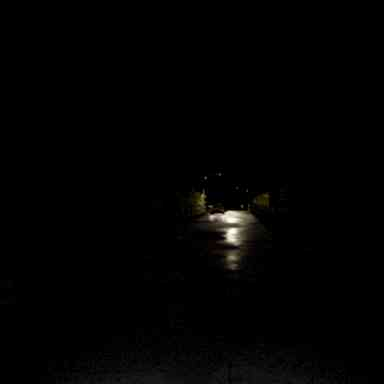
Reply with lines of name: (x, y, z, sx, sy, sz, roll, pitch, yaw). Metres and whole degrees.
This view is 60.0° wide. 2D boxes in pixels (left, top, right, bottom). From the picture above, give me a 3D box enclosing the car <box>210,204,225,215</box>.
car: (3.698, 2.496, 47.379, 1.882, 1.535, 5.008, -1, -2, 7)
